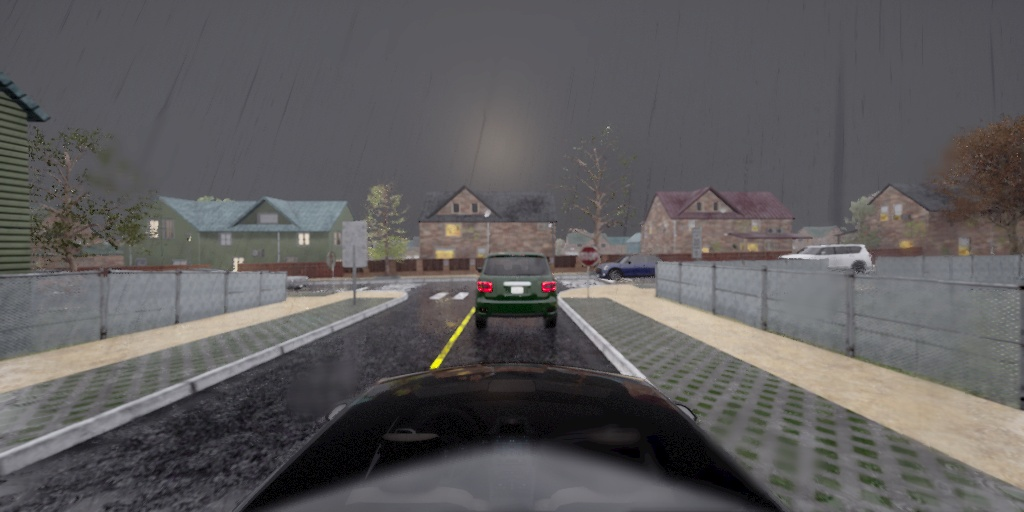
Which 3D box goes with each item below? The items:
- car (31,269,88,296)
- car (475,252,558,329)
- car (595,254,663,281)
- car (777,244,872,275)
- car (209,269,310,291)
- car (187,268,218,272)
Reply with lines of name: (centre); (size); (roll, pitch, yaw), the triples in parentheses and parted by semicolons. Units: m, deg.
car: (-27.336, 1.586, 21.446); (4.553, 1.767, 2.097); (-1, 1, 0)
car: (0.070, 0.902, 11.190); (2.150, 2.045, 5.566); (0, 0, -1)
car: (7.987, 0.693, 24.208); (4.553, 1.767, 2.097); (-1, 1, -3)
car: (21.073, 0.248, 24.421); (5.566, 2.045, 2.150); (-1, 1, 0)
car: (-14.815, 1.539, 21.452); (4.718, 1.301, 1.895); (-1, 1, 0)
car: (-21.302, 1.553, 24.418); (4.674, 1.442, 1.812); (-1, 1, 0)
